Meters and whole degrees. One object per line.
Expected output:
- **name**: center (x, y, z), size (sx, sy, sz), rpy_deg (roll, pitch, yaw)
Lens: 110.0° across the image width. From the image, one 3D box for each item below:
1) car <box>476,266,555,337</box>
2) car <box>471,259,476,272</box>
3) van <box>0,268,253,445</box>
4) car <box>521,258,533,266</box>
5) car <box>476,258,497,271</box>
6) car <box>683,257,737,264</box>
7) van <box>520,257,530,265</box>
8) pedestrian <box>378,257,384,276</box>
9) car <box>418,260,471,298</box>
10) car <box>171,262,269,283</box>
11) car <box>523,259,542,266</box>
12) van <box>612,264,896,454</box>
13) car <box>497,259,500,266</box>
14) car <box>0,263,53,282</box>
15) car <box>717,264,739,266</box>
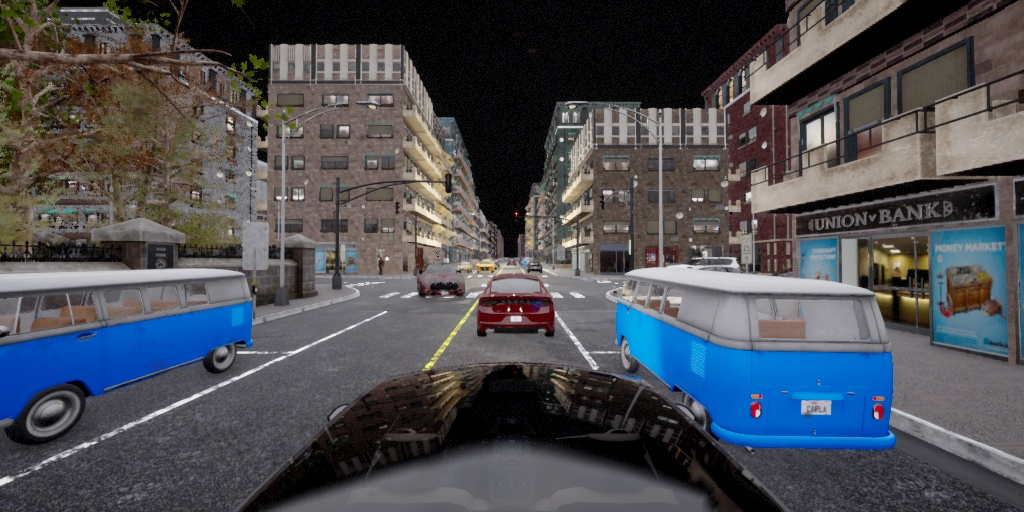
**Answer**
- **car**: center (0.092, 1.230, 10.352), size (1.882, 1.535, 5.008), rpy_deg (0, 0, 0)
- **car**: center (-5.719, 1.289, 42.763), size (1.751, 1.417, 4.829), rpy_deg (0, 0, 0)
- **van**: center (-5.658, 1.092, 4.988), size (1.690, 1.789, 3.998), rpy_deg (0, 0, 0)
- **car**: center (2.658, 1.317, 48.582), size (2.007, 1.370, 4.403), rpy_deg (0, 0, 0)
- **car**: center (-3.132, 1.242, 43.627), size (1.882, 1.535, 5.008), rpy_deg (0, 0, 0)
- **car**: center (15.082, 1.101, 28.507), size (5.566, 2.045, 2.150), rpy_deg (0, -1, 2)
- **van**: center (2.650, 1.112, 59.866), size (1.690, 1.789, 3.998), rpy_deg (0, 0, 0)
- **pedestrian**: center (-12.563, 0.967, 34.370), size (0.375, 1.860, 0.375), rpy_deg (0, -1, 1)
- **car**: center (-3.711, 1.107, 18.523), size (2.097, 1.767, 4.553), rpy_deg (0, 0, -17)
- **car**: center (-20.789, 1.171, 25.720), size (5.357, 1.411, 2.033), rpy_deg (0, -1, 1)
- **car**: center (2.662, 1.330, 42.939), size (1.948, 1.339, 4.313), rpy_deg (0, 0, 0)
- **van**: center (2.656, 1.092, 4.992), size (1.690, 1.789, 3.998), rpy_deg (0, 0, 0)
- **car**: center (-3.134, 1.316, 53.588), size (2.033, 1.411, 5.357), rpy_deg (0, 0, 0)
- **car**: center (-36.720, 1.139, 25.905), size (4.718, 1.301, 1.895), rpy_deg (0, -1, 1)
- **car**: center (13.519, 1.333, 22.735), size (4.313, 1.339, 1.948), rpy_deg (0, 0, 1)
